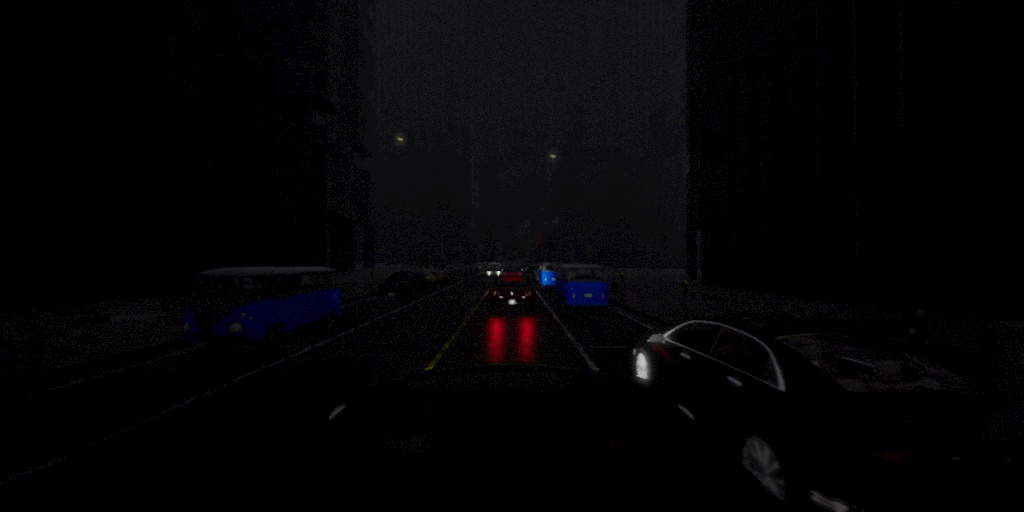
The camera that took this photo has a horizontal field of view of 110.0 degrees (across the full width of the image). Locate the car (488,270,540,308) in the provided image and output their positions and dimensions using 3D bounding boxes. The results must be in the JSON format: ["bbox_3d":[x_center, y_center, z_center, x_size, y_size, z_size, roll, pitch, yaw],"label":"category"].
[{"bbox_3d":[0.011,1.486,15.964,1.895,1.301,4.718,0,-1,0],"label":"car"}]

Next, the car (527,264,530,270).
[{"bbox_3d":[2.785,1.650,36.524,1.948,1.339,4.313,0,0,0],"label":"car"}]

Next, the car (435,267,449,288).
[{"bbox_3d":[-5.748,1.493,24.433,1.751,1.417,4.829,0,0,0],"label":"car"}]

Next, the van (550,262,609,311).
[{"bbox_3d":[2.771,1.215,14.872,1.690,1.789,3.998,0,0,0],"label":"van"}]

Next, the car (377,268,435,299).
[{"bbox_3d":[-5.752,1.483,19.313,1.948,1.339,4.313,0,0,0],"label":"car"}]

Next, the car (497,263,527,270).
[{"bbox_3d":[0.023,1.596,31.154,1.994,1.385,4.181,0,-1,0],"label":"car"}]

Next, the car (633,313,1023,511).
[{"bbox_3d":[2.764,1.322,4.046,2.007,1.370,4.403,0,0,0],"label":"car"}]

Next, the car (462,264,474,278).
[{"bbox_3d":[-5.739,1.667,39.763,2.007,1.370,4.403,0,0,0],"label":"car"}]

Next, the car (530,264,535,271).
[{"bbox_3d":[2.781,1.557,31.281,1.751,1.417,4.829,0,0,0],"label":"car"}]

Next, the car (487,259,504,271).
[{"bbox_3d":[-2.963,1.540,61.551,2.150,2.045,5.566,0,-1,0],"label":"car"}]

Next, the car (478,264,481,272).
[{"bbox_3d":[-5.728,1.830,56.096,2.007,1.370,4.403,0,0,0],"label":"car"}]

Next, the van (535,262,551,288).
[{"bbox_3d":[2.778,1.319,25.698,1.690,1.789,3.998,0,0,0],"label":"van"}]

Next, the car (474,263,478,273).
[{"bbox_3d":[-5.735,1.715,45.207,1.888,1.381,4.507,0,0,0],"label":"car"}]

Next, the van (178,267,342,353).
[{"bbox_3d":[-5.758,1.157,8.737,1.690,1.789,3.998,0,0,0],"label":"van"}]

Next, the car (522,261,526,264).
[{"bbox_3d":[2.794,1.779,51.095,2.007,1.370,4.403,0,0,0],"label":"car"}]

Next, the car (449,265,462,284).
[{"bbox_3d":[-5.745,1.570,29.892,2.007,1.370,4.403,0,0,0],"label":"car"}]
